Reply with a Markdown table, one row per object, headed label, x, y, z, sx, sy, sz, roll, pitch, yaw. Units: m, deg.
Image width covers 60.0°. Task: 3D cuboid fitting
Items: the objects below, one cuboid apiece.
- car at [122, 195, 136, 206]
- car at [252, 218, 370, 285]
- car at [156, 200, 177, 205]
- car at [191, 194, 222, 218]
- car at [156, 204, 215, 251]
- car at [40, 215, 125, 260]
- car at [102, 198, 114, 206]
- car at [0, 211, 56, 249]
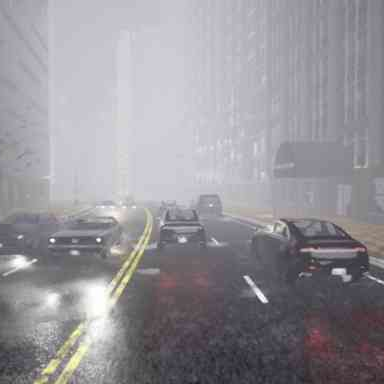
| label | x | y | z | sx | sy | sz | roll | pitch | yaw |
| --- | --- | --- | --- | --- | --- | --- | --- | --- | --- |
| car | -10.079 | 1.338 | 53.256 | 2.097 | 1.767 | 4.553 | 0 | 0 | -14 |
| car | 3.036 | 1.481 | 9.523 | 2.128 | 1.511 | 4.902 | 0 | 0 | -2 |
| car | -2.235 | 1.480 | 30.903 | 2.128 | 1.511 | 4.902 | 0 | 0 | -8 |
| car | 1.198 | 1.198 | 29.908 | 2.150 | 2.045 | 5.566 | 0 | 0 | -8 |
| car | -0.485 | 1.487 | 14.141 | 2.128 | 1.511 | 4.902 | 0 | 0 | -4 |
| car | -3.821 | 1.606 | 12.690 | 1.895 | 1.301 | 4.718 | 0 | 0 | -4 |
| car | -13.928 | 1.602 | 55.275 | 1.895 | 1.301 | 4.718 | 0 | 0 | -14 |
| car | -7.204 | 1.561 | 14.739 | 2.033 | 1.411 | 5.357 | 0 | 0 | -4 |
